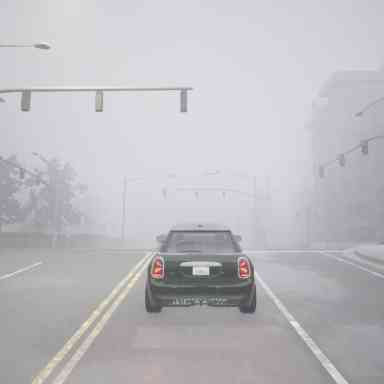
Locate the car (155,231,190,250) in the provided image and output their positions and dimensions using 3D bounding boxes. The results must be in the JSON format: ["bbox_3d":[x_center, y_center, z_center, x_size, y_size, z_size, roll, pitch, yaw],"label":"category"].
[{"bbox_3d":[-1.843,4.347,29.661,1.837,1.490,4.892,2,-11,-19],"label":"car"}]

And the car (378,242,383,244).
[{"bbox_3d":[17.224,4.278,26.170,4.892,1.490,1.837,5,-9,1],"label":"car"}]

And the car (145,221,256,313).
[{"bbox_3d":[0.178,1.486,8.130,2.097,1.767,4.553,0,-1,0],"label":"car"}]
